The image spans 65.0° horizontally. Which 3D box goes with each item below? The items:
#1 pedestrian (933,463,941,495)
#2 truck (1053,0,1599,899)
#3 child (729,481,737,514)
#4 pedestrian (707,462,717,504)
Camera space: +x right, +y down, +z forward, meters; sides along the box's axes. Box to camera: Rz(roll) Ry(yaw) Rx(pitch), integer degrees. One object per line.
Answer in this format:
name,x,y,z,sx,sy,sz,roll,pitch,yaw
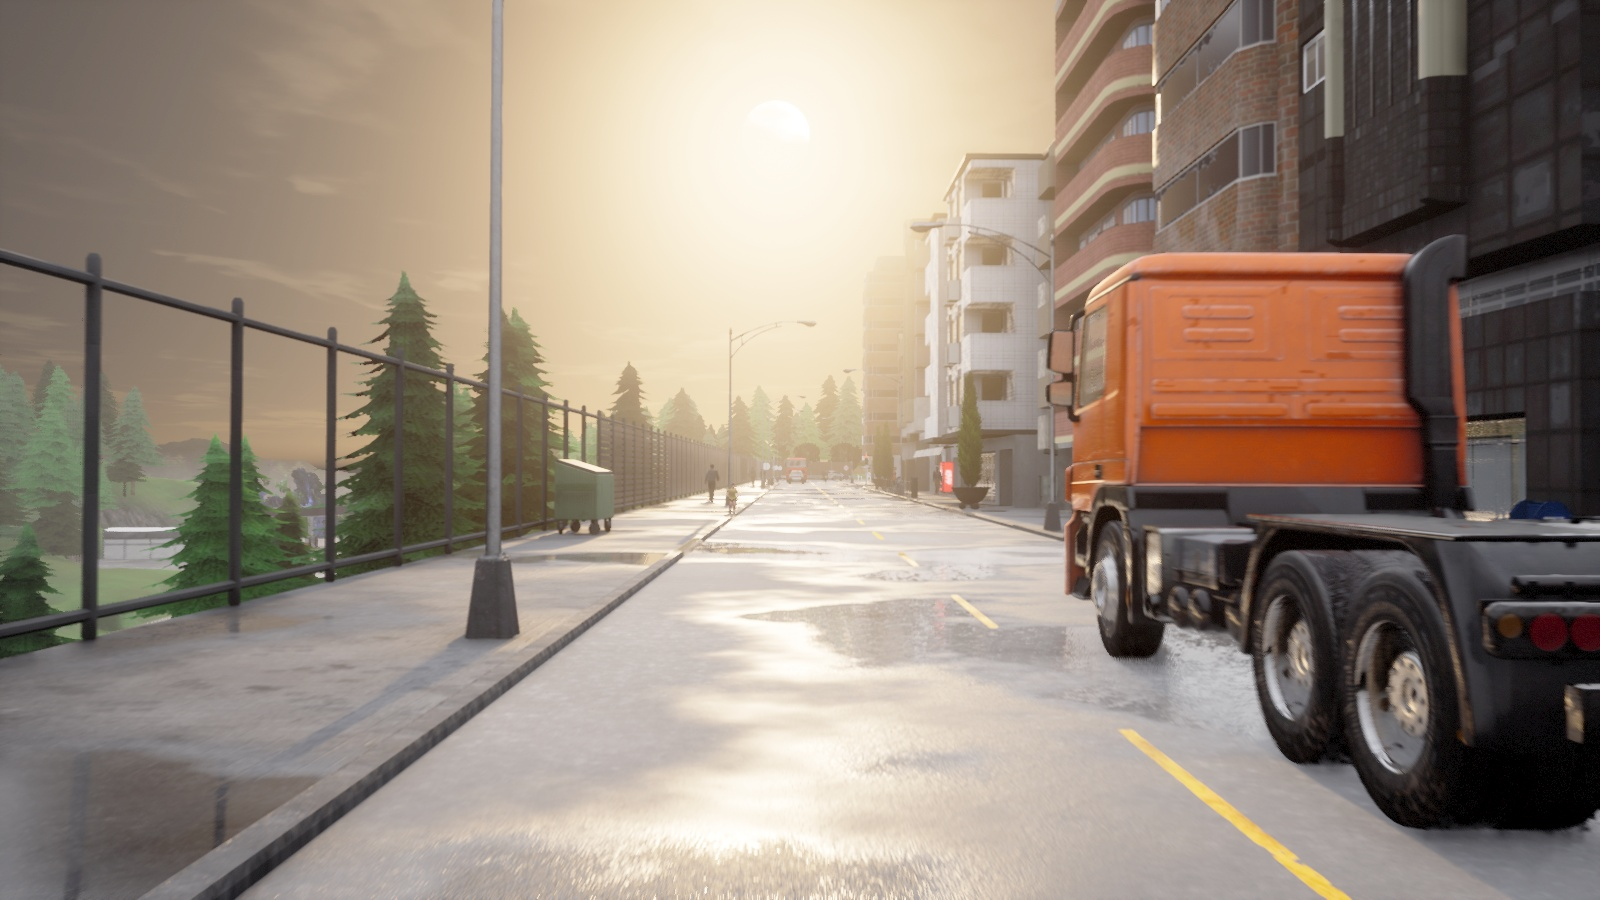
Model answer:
pedestrian,8.524,1.795,77.912,0.423,1.949,0.788,0,-1,3
truck,3.972,-0.042,8.448,2.891,3.462,7.936,0,-1,0
child,-2.271,1.629,42.729,0.255,1.110,0.394,0,-1,-5
pedestrian,-4.120,1.528,58.981,0.423,1.949,0.788,0,-1,0
